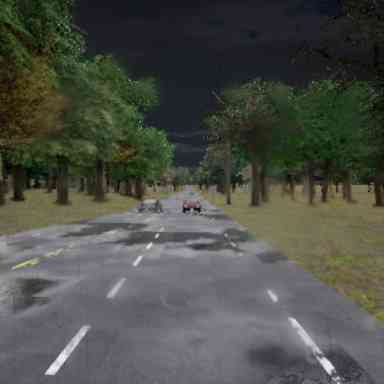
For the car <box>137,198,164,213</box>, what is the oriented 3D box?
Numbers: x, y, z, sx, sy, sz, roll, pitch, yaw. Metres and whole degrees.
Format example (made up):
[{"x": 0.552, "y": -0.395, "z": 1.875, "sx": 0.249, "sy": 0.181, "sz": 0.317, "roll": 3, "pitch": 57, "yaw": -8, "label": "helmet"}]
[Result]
[{"x": -4.230, "y": 1.394, "z": 34.697, "sx": 1.812, "sy": 1.442, "sz": 4.674, "roll": 0, "pitch": 0, "yaw": 5, "label": "car"}]

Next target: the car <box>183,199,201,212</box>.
[{"x": -0.013, "y": 1.459, "z": 35.927, "sx": 1.895, "sy": 1.301, "sz": 4.718, "roll": 0, "pitch": 0, "yaw": 0, "label": "car"}]
